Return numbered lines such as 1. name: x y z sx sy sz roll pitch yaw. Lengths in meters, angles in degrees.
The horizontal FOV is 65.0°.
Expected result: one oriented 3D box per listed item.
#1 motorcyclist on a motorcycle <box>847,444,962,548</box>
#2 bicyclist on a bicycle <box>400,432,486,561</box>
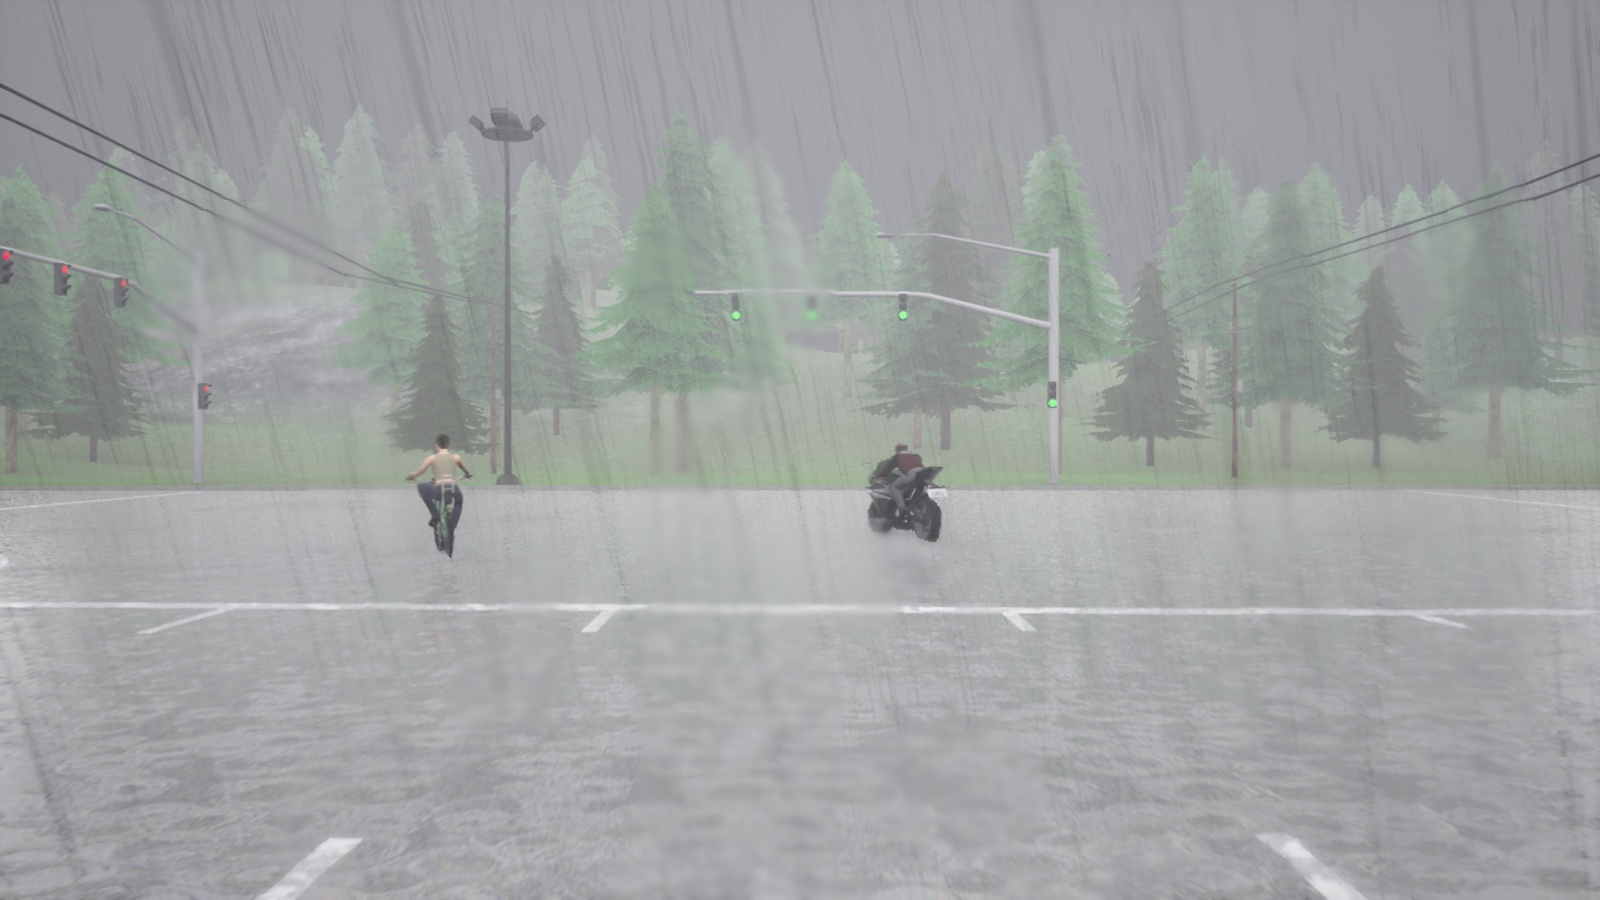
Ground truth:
1. motorcyclist on a motorcycle: 1.606 0.671 19.785 0.866 1.530 2.191 -1 1 -23
2. bicyclist on a bicycle: -4.781 0.585 16.755 0.866 1.612 1.509 -2 1 -24
